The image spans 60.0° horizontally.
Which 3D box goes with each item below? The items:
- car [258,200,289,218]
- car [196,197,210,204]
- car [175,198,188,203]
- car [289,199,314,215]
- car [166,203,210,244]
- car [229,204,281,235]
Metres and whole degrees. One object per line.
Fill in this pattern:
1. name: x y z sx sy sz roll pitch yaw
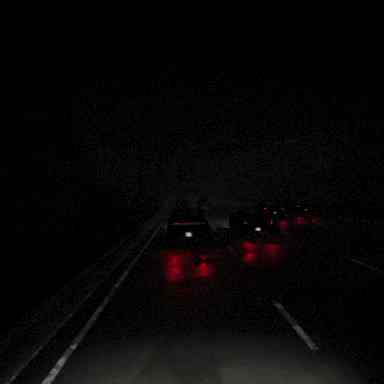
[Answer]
1. car: 6.504 1.443 28.634 1.812 1.442 4.674 -1 0 -2
2. car: 1.769 1.579 54.328 1.837 1.490 4.892 -1 0 -3
3. car: -1.495 1.684 50.586 2.033 1.411 5.357 -1 0 -4
4. car: 9.920 1.374 31.429 1.812 1.442 4.674 -1 0 -2
5. car: -0.192 1.529 16.023 2.128 1.511 4.902 -1 0 -1
6. car: 3.245 1.569 18.788 1.895 1.301 4.718 -1 0 -1
